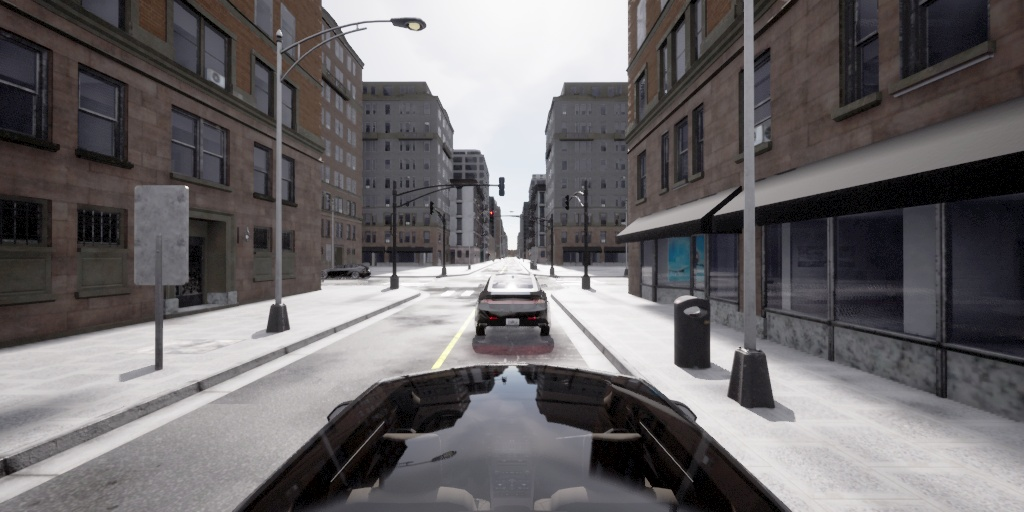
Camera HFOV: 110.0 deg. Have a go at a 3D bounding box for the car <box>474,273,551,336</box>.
[{"bbox_3d":[0.025,1.241,10.362,2.128,1.511,4.902,0,0,0],"label":"car"}]

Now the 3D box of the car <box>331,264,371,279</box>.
[{"bbox_3d":[-14.675,1.329,31.579,4.313,1.339,1.948,0,0,0],"label":"car"}]

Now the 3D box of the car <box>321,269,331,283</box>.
[{"bbox_3d":[-14.705,1.288,23.552,4.313,1.339,1.948,0,0,0],"label":"car"}]
